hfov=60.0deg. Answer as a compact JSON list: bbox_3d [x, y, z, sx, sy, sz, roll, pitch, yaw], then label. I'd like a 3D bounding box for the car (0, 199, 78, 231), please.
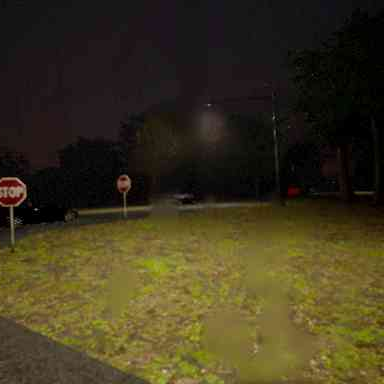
[{"bbox_3d":[-8.078,1.057,16.771,1.812,1.442,4.674,-3,1,34],"label":"car"}]

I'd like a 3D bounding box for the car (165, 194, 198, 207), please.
[{"bbox_3d":[-1.169,0.987,39.253,2.128,1.511,4.902,-4,0,34],"label":"car"}]

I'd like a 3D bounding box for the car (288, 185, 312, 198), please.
[{"bbox_3d":[17.236,-0.134,53.982,2.150,2.045,5.566,-3,-1,32],"label":"car"}]

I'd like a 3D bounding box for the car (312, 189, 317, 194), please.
[{"bbox_3d":[30.882,-0.155,86.192,1.994,1.385,4.181,-4,-1,34],"label":"car"}]
